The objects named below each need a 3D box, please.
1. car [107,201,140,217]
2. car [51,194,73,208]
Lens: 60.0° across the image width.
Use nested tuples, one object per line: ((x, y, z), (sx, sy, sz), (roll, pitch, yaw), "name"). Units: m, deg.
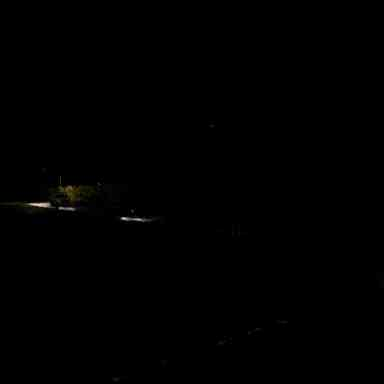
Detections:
((-6.722, 1.622, 32.598), (1.994, 1.385, 4.181), (-1, 0, -36), "car")
((-20.360, 1.324, 51.747), (2.150, 2.045, 5.566), (-1, 1, -35), "car")
